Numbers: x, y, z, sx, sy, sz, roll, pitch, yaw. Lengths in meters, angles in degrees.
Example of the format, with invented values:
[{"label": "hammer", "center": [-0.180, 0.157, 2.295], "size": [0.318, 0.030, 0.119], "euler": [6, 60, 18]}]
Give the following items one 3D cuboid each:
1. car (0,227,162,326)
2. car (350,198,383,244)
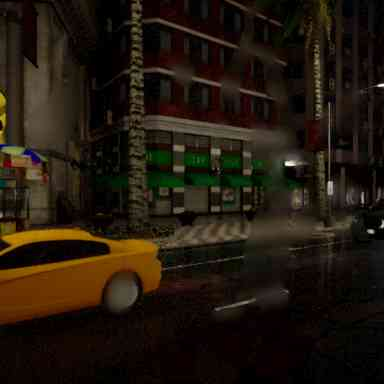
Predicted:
[{"label": "car", "center": [-2.976, 1.478, 6.165], "size": [5.008, 1.535, 1.882], "euler": [0, 0, -35]}, {"label": "car", "center": [9.353, 1.223, 14.651], "size": [5.566, 2.045, 2.150], "euler": [0, 0, -34]}]
